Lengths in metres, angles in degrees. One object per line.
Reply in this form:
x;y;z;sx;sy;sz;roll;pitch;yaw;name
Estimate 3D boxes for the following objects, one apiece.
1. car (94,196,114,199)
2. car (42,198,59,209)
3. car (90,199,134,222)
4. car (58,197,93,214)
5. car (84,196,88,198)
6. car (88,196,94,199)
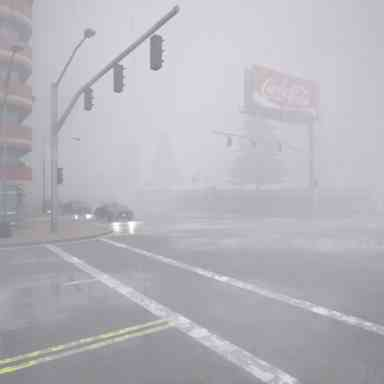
-14.490;1.505;56.394;1.837;1.490;4.892;0;0;-36;car
-17.977;1.478;42.926;1.882;1.535;5.008;0;0;-36;car
-6.289;1.564;26.639;1.994;1.385;4.181;0;0;-36;car
-12.094;1.564;34.715;1.994;1.385;4.181;0;0;-36;car
-20.558;1.564;58.844;1.994;1.385;4.181;0;0;-36;car
-19.973;1.478;64.027;1.882;1.535;5.008;0;0;-36;car
